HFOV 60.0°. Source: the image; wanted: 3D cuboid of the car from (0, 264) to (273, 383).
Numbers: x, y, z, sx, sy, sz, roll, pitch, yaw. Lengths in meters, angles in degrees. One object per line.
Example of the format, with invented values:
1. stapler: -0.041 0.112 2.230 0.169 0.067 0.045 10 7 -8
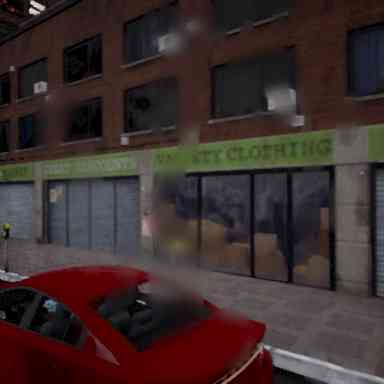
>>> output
1. car: -1.352 1.541 3.850 4.507 1.381 1.887 0 0 36
